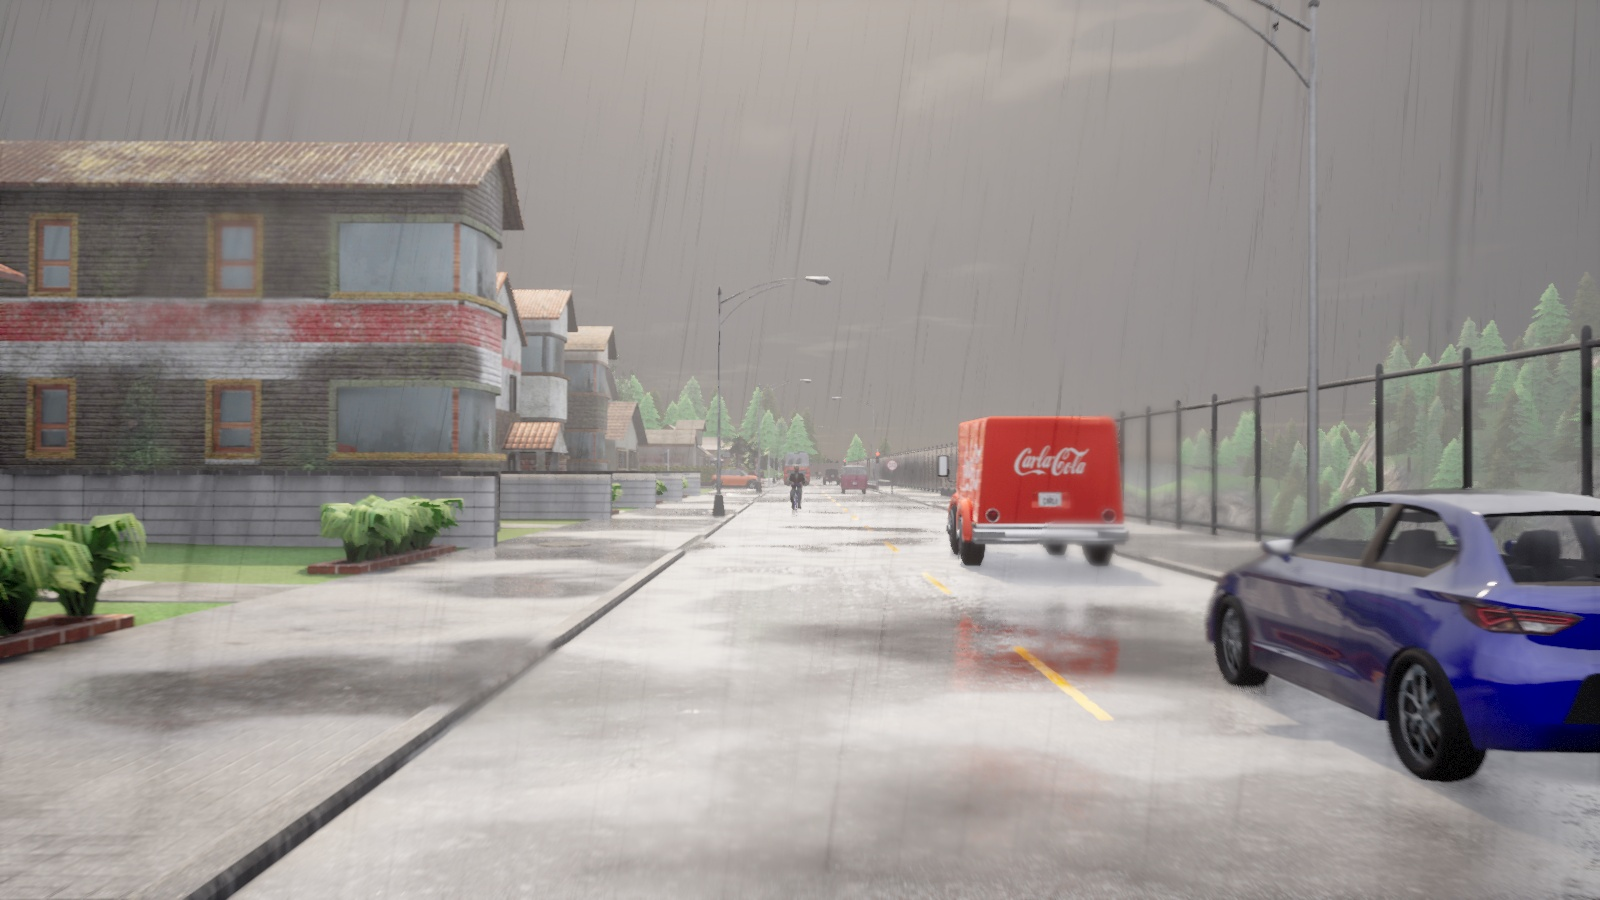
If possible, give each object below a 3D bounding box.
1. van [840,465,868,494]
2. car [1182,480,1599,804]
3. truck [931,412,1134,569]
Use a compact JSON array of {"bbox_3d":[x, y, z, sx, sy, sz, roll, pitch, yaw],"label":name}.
[{"bbox_3d":[3.782,2.034,88.511,1.775,1.987,4.442,0,-1,0],"label":"van"},{"bbox_3d":[3.981,0.946,7.971,1.816,1.474,4.193,0,-1,0],"label":"car"},{"bbox_3d":[3.943,0.688,22.441,2.627,2.467,5.204,0,-1,0],"label":"truck"}]
